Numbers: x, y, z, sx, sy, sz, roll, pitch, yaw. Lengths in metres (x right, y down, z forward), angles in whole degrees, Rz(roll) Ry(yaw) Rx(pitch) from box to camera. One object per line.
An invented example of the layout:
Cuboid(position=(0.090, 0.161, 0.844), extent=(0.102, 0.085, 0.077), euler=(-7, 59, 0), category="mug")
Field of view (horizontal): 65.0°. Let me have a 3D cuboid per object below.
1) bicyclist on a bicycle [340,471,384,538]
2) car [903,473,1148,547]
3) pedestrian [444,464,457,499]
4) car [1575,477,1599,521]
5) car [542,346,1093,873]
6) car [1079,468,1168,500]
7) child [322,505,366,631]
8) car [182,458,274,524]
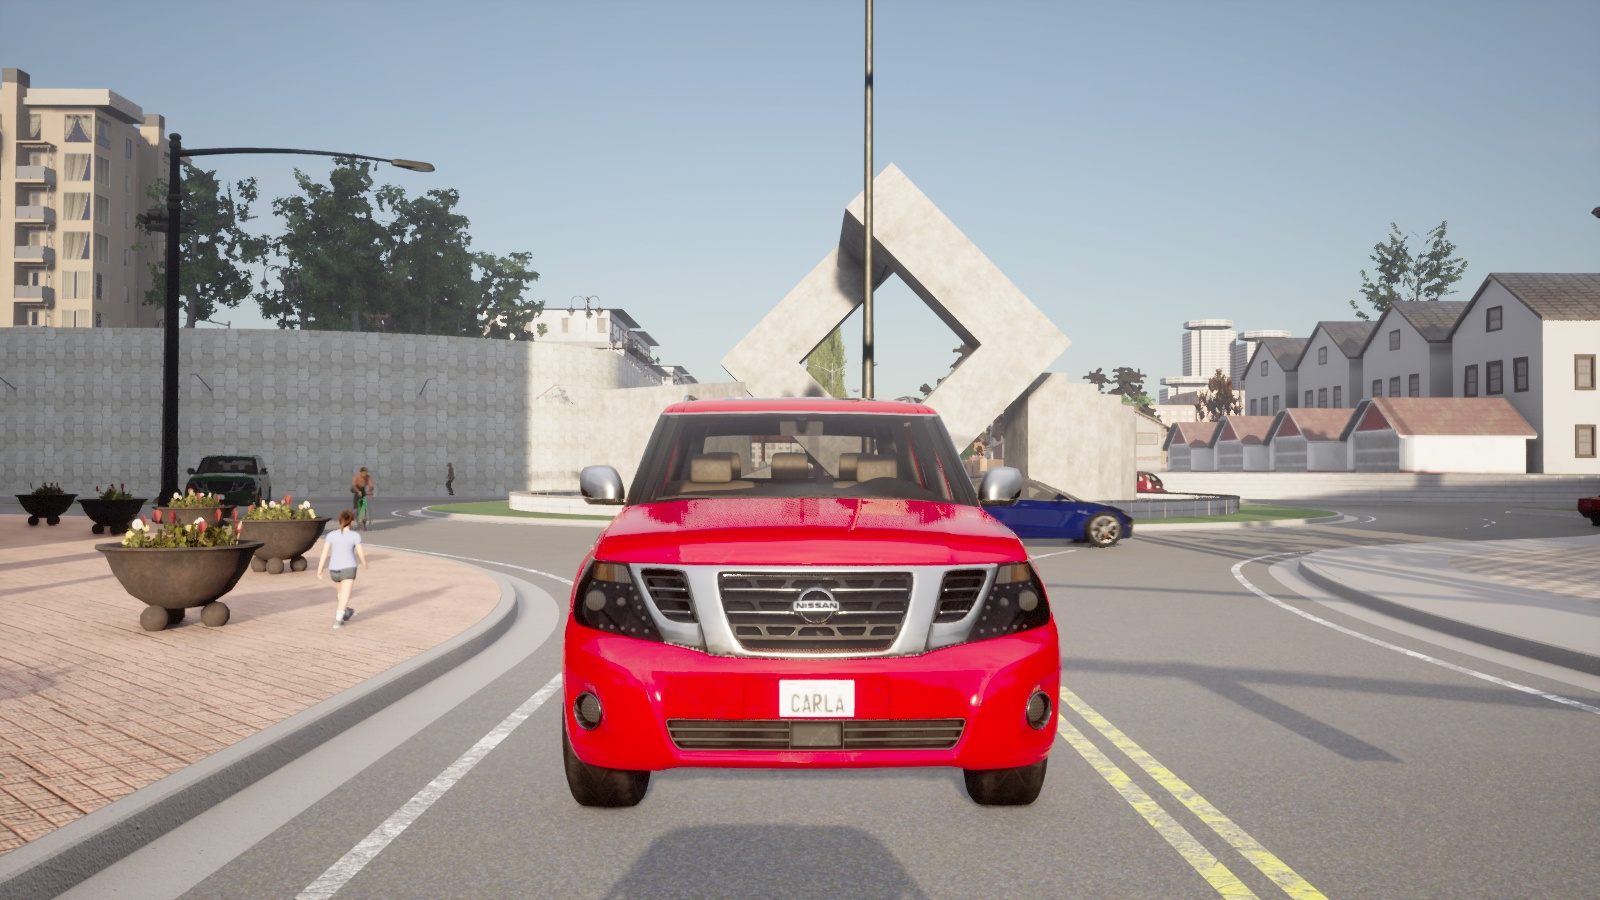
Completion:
Cuboid(position=(-10.955, 1.337, 31.398), extent=(0.582, 1.620, 1.656), euler=(2, -2, -35), category="bicyclist on a bicycle")
Cuboid(position=(4.685, 1.242, 26.655), extent=(4.792, 1.488, 2.163), euler=(0, -1, -1), category="car")
Cuboid(position=(-18.582, 1.663, 66.780), extent=(0.634, 1.846, 0.331), euler=(0, -1, -25), category="pedestrian")
Cuboid(position=(25.664, 1.443, 37.647), extent=(4.718, 1.301, 1.895), euler=(0, -1, -27), category="car")
Cuboid(position=(-0.008, 0.663, 7.703), extent=(2.150, 2.045, 5.566), euler=(0, -1, -2), category="car")
Cuboid(position=(16.505, 1.721, 64.125), extent=(3.988, 1.617, 1.851), euler=(-1, -1, 44), category="car")
Cuboid(position=(-4.130, 1.058, 11.390), extent=(0.255, 1.110, 0.394), euler=(0, -1, -1), category="child")
Cuboid(position=(-18.927, 1.309, 41.777), extent=(2.150, 2.045, 5.566), euler=(0, -1, -18), category="car")
